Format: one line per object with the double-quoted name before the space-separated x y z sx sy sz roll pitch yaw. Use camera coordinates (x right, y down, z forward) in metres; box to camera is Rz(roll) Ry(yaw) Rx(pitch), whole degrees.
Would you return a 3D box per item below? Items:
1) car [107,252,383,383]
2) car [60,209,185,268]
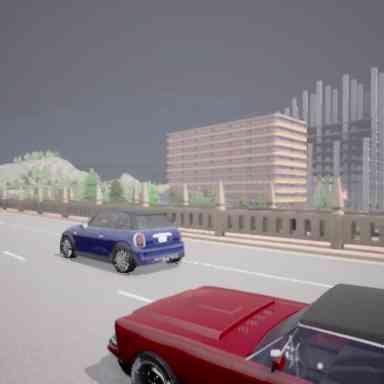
"car" 1.364 1.609 3.097 4.718 1.301 1.895 0 0 37
"car" -2.413 1.360 10.873 4.553 1.767 2.097 0 0 42
